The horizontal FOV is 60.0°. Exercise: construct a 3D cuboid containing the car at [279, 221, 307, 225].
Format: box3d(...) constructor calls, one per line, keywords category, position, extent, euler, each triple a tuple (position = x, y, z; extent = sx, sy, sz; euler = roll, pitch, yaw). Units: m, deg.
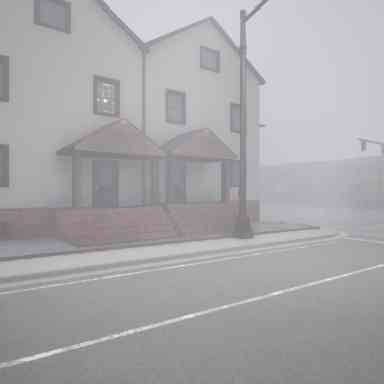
box3d(category="car", position=(8.588, 3.480, 31.355), extent=(2.128, 1.511, 4.902), euler=(-1, -12, -36))
